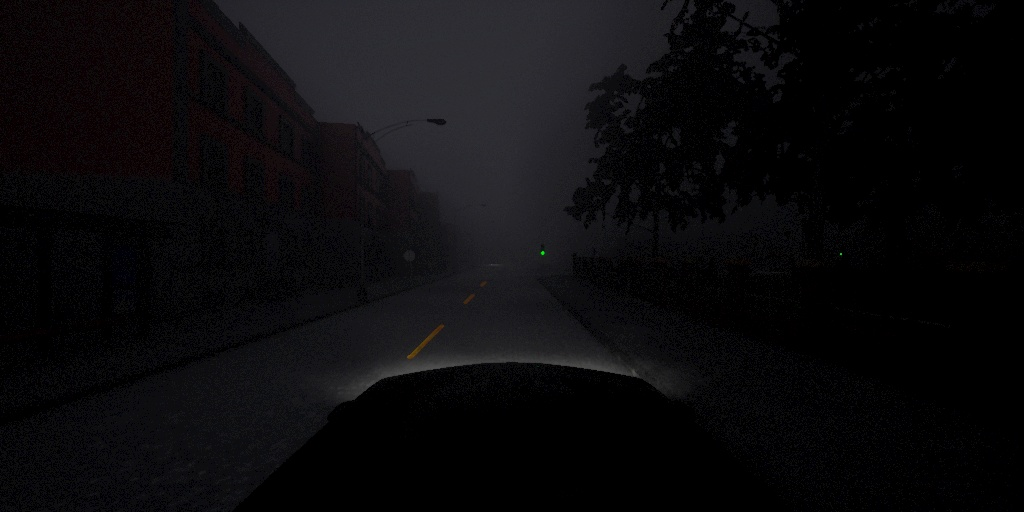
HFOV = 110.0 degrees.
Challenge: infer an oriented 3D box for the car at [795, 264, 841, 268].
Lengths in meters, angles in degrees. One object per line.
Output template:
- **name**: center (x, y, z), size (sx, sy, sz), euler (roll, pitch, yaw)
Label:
- **car**: center (37.055, 1.232, 43.623), size (5.008, 1.535, 1.882), euler (0, 0, 0)
